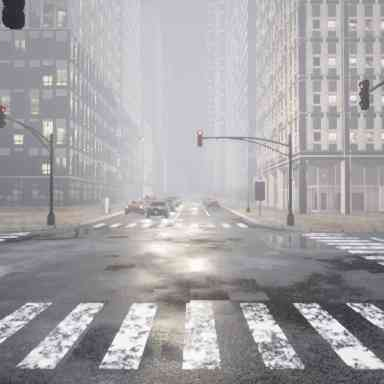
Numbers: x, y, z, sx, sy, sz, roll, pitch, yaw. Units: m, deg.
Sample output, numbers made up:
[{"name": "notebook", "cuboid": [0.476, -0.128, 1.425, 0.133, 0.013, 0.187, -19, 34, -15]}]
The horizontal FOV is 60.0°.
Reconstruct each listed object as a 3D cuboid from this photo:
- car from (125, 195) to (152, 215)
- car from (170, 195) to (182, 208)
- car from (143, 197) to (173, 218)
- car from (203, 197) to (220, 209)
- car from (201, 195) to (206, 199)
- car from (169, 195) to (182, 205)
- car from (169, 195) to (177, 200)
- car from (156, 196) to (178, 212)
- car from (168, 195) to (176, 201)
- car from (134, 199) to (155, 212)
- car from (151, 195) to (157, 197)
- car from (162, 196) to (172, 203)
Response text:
[{"name": "car", "cuboid": [-5.568, 1.453, 33.726, 1.967, 1.590, 4.097, 1, 0, 0]}, {"name": "car", "cuboid": [-2.942, 1.371, 48.737, 2.097, 1.767, 4.553, 0, 0, 0]}, {"name": "car", "cuboid": [-3.005, 1.516, 30.266, 1.837, 1.490, 4.892, 0, 0, 0]}, {"name": "car", "cuboid": [2.844, 1.599, 44.912, 1.802, 1.307, 4.206, 1, 0, 0]}, {"name": "car", "cuboid": [2.881, 1.547, 56.237, 1.752, 1.417, 4.829, 1, 0, 0]}, {"name": "car", "cuboid": [-2.873, 1.375, 58.390, 2.097, 1.767, 4.553, 0, 0, 1]}, {"name": "car", "cuboid": [-5.378, 1.605, 95.052, 1.947, 1.339, 4.313, 1, 0, 0]}, {"name": "car", "cuboid": [-2.975, 1.520, 39.682, 1.837, 1.490, 4.892, 0, 0, 0]}, {"name": "car", "cuboid": [-5.395, 1.587, 89.477, 2.008, 1.369, 4.403, 1, 0, 0]}, {"name": "car", "cuboid": [-5.554, 1.597, 39.301, 1.802, 1.307, 4.206, 1, 0, 0]}, {"name": "car", "cuboid": [-5.531, 1.332, 44.876, 2.192, 1.841, 5.009, 1, 0, 0]}, {"name": "car", "cuboid": [-5.448, 1.573, 72.752, 1.887, 1.381, 4.507, 1, 0, 0]}]
